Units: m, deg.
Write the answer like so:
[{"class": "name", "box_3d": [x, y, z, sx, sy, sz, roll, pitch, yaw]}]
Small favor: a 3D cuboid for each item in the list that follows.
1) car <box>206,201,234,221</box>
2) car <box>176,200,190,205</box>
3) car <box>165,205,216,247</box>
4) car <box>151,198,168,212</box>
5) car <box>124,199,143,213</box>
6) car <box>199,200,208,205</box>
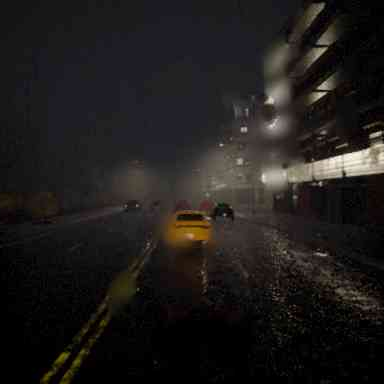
[{"class": "car", "box_3d": [2.694, 1.780, 30.679, 1.837, 1.490, 4.892, 0, -2, -2]}, {"class": "car", "box_3d": [-1.328, 1.940, 49.112, 1.882, 1.535, 5.008, 0, -1, -3]}, {"class": "car", "box_3d": [-0.120, 1.622, 15.805, 1.882, 1.535, 5.008, 0, -1, -1]}, {"class": "car", "box_3d": [-4.484, 1.950, 44.922, 1.812, 1.442, 4.674, 0, -1, -2]}, {"class": "car", "box_3d": [-7.708, 1.771, 44.090, 2.097, 1.767, 4.553, 0, 0, -2]}, {"class": "car", "box_3d": [2.022, 1.903, 45.679, 1.882, 1.535, 5.008, 0, 0, -3]}]
